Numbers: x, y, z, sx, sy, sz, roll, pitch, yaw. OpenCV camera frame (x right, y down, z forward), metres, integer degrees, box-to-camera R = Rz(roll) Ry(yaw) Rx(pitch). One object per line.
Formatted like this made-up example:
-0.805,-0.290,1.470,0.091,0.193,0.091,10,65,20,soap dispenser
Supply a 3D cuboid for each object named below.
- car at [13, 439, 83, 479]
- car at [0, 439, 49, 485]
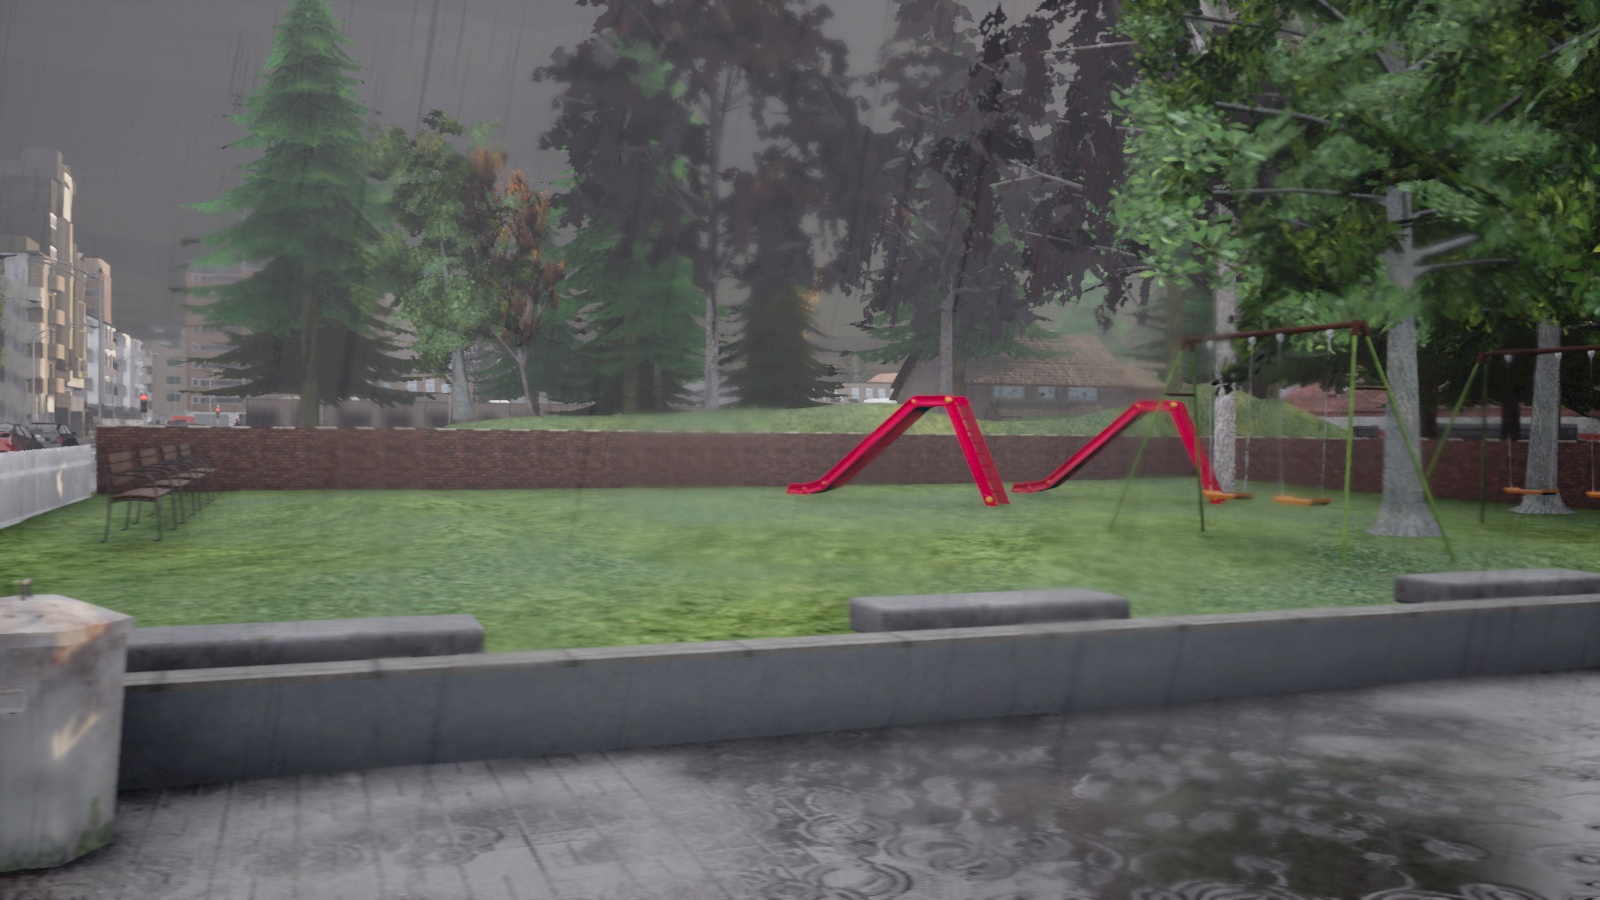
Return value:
-30.540,0.332,51.105,1.789,1.549,3.705,-1,1,-21,car
-27.476,0.386,43.262,2.007,1.525,4.514,-1,1,-21,car
